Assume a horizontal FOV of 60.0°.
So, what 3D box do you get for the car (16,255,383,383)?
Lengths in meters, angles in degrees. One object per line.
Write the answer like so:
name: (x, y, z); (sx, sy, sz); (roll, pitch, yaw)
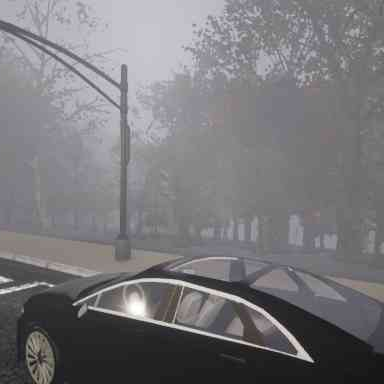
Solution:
car: (0.002, 1.491, 3.699); (4.902, 1.511, 2.128); (0, 0, 34)
